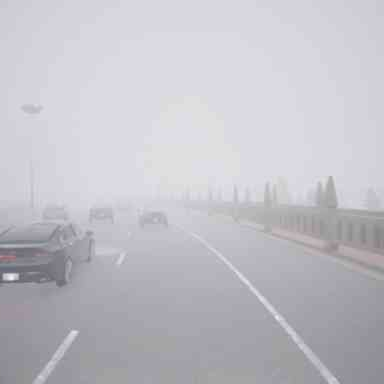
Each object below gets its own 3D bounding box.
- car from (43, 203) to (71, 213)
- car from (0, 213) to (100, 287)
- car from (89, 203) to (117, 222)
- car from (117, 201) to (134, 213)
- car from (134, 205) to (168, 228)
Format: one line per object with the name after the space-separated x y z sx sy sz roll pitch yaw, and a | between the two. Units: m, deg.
-11.132 1.664 27.521 2.128 1.511 4.902 0 0 -16 | car
-4.075 1.566 9.481 1.837 1.490 4.892 0 0 -6 | car
-7.512 1.634 27.637 1.882 1.535 5.008 0 0 -15 | car
-8.329 1.780 40.467 1.994 1.385 4.181 0 0 -23 | car
-2.821 1.642 23.390 1.812 1.442 4.674 0 0 -13 | car
